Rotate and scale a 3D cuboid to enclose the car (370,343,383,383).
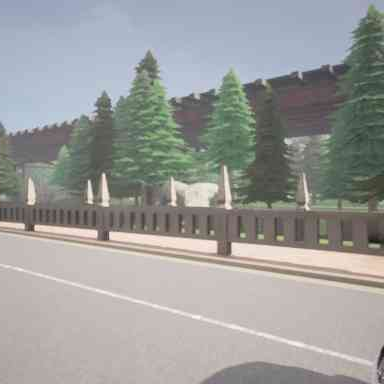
[{"bbox_3d":[3.821,1.223,1.273,5.566,2.045,2.150,0,0,35],"label":"car"}]
